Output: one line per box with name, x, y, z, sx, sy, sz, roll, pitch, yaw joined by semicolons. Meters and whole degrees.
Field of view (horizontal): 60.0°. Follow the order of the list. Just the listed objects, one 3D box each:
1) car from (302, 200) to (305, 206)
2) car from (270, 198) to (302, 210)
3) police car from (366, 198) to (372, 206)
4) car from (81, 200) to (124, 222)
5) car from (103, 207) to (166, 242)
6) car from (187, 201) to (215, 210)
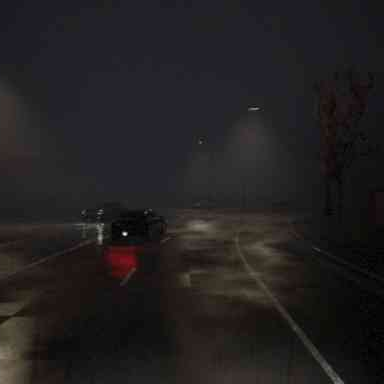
car;18.502;1.887;60.595;4.902;1.511;2.128;0;-1;-32
car;13.438;1.748;48.662;4.902;1.511;2.128;0;-2;-40
police car;30.616;1.454;54.269;5.238;1.638;1.930;-1;-1;-28
car;-7.415;1.615;28.481;2.097;1.767;4.553;0;-1;19
car;-2.681;1.649;17.462;1.837;1.490;4.892;-1;0;9
car;1.425;2.065;50.957;1.895;1.301;4.718;-2;-1;41
